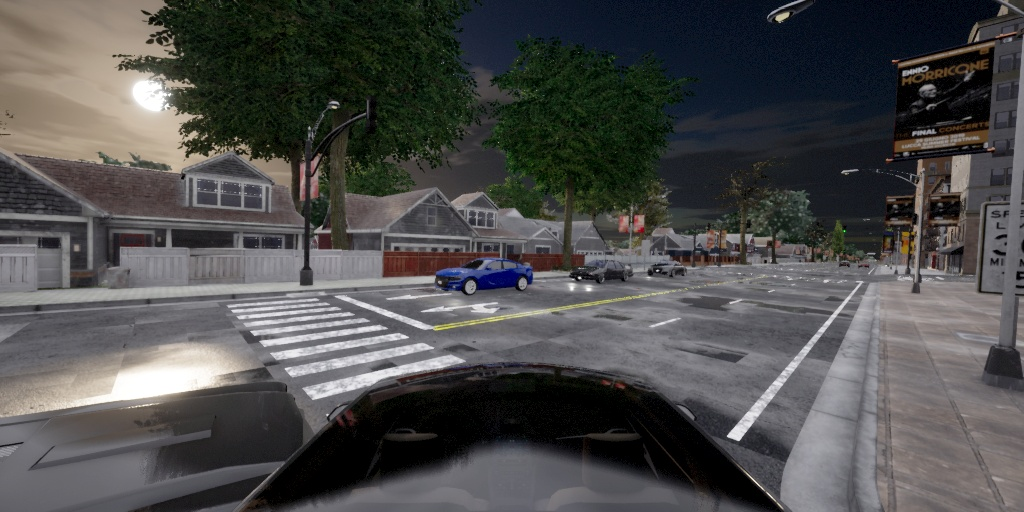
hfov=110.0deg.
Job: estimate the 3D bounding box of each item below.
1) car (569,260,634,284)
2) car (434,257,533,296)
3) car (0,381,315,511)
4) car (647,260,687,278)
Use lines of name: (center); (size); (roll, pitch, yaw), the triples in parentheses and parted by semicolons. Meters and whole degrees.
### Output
car: (5.986, 0.944, 23.378); (5.357, 1.411, 2.033); (0, 2, -44)
car: (-1.159, 0.825, 16.437); (5.008, 1.535, 1.882); (0, 2, -44)
car: (-3.308, 1.294, 1.244); (4.718, 1.301, 1.895); (1, 2, -34)
car: (13.163, 1.014, 30.321); (4.181, 1.385, 1.994); (0, 2, -45)
